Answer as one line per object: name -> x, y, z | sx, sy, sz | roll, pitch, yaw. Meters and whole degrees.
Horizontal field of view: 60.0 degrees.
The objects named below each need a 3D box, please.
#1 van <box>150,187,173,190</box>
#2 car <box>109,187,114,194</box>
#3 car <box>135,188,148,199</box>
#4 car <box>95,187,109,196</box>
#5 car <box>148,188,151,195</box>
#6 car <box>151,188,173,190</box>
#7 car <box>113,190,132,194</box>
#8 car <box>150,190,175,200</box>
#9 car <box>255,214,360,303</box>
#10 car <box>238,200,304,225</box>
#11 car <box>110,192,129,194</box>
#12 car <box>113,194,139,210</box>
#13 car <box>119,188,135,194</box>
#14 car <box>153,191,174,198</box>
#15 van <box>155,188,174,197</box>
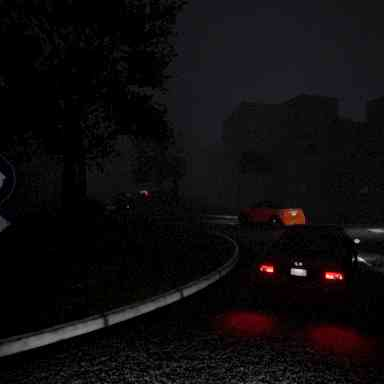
van -> -5.646, 0.433, 66.716 | 4.442, 1.987, 1.878 | 0, 1, -6
car -> -23.815, -0.053, 91.638 | 2.163, 1.488, 4.792 | 0, 2, 0
car -> -10.744, 0.586, 70.507 | 2.128, 1.511, 4.902 | 0, 2, -5
car -> -23.671, 0.084, 86.148 | 2.097, 1.535, 5.008 | 0, 2, -2
car -> -5.795, 0.338, 69.459 | 5.566, 2.045, 2.435 | 0, 2, -6
car -> -5.210, 0.602, 63.993 | 4.553, 1.767, 2.185 | 0, 1, -6
car -> -12.568, 0.869, 60.111 | 2.033, 1.411, 5.357 | 0, 1, -6
car -> -4.958, 0.796, 61.253 | 4.892, 1.521, 2.231 | 0, 1, -6
car -> 3.110, 1.532, 8.416 | 2.033, 1.411, 5.357 | 0, 0, 27
car -> 4.947, 1.309, 21.360 | 2.097, 1.767, 4.553 | 0, 0, -29
car -> -10.903, 1.113, 50.207 | 1.994, 1.385, 4.181 | 0, 1, -11
car -> -7.873, 1.306, 38.964 | 1.837, 1.490, 4.892 | 0, 1, -19
car -> -13.708, 0.552, 69.974 | 1.882, 1.535, 5.008 | 0, 2, -5
car -> -6.335, 0.485, 74.780 | 4.674, 1.452, 2.002 | 0, 2, -4
van -> -6.431, 0.142, 77.485 | 4.442, 1.987, 1.878 | 0, 2, -4
